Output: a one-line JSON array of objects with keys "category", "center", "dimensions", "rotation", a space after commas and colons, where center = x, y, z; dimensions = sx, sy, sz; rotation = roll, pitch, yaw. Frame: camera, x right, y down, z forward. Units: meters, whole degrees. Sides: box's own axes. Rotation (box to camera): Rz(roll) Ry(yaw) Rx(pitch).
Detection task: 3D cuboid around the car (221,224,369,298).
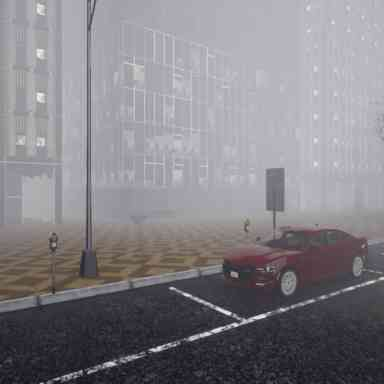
[{"category": "car", "center": [2.748, 1.545, 8.527], "dimensions": [4.507, 1.381, 1.887], "rotation": [0, 0, -36]}]
